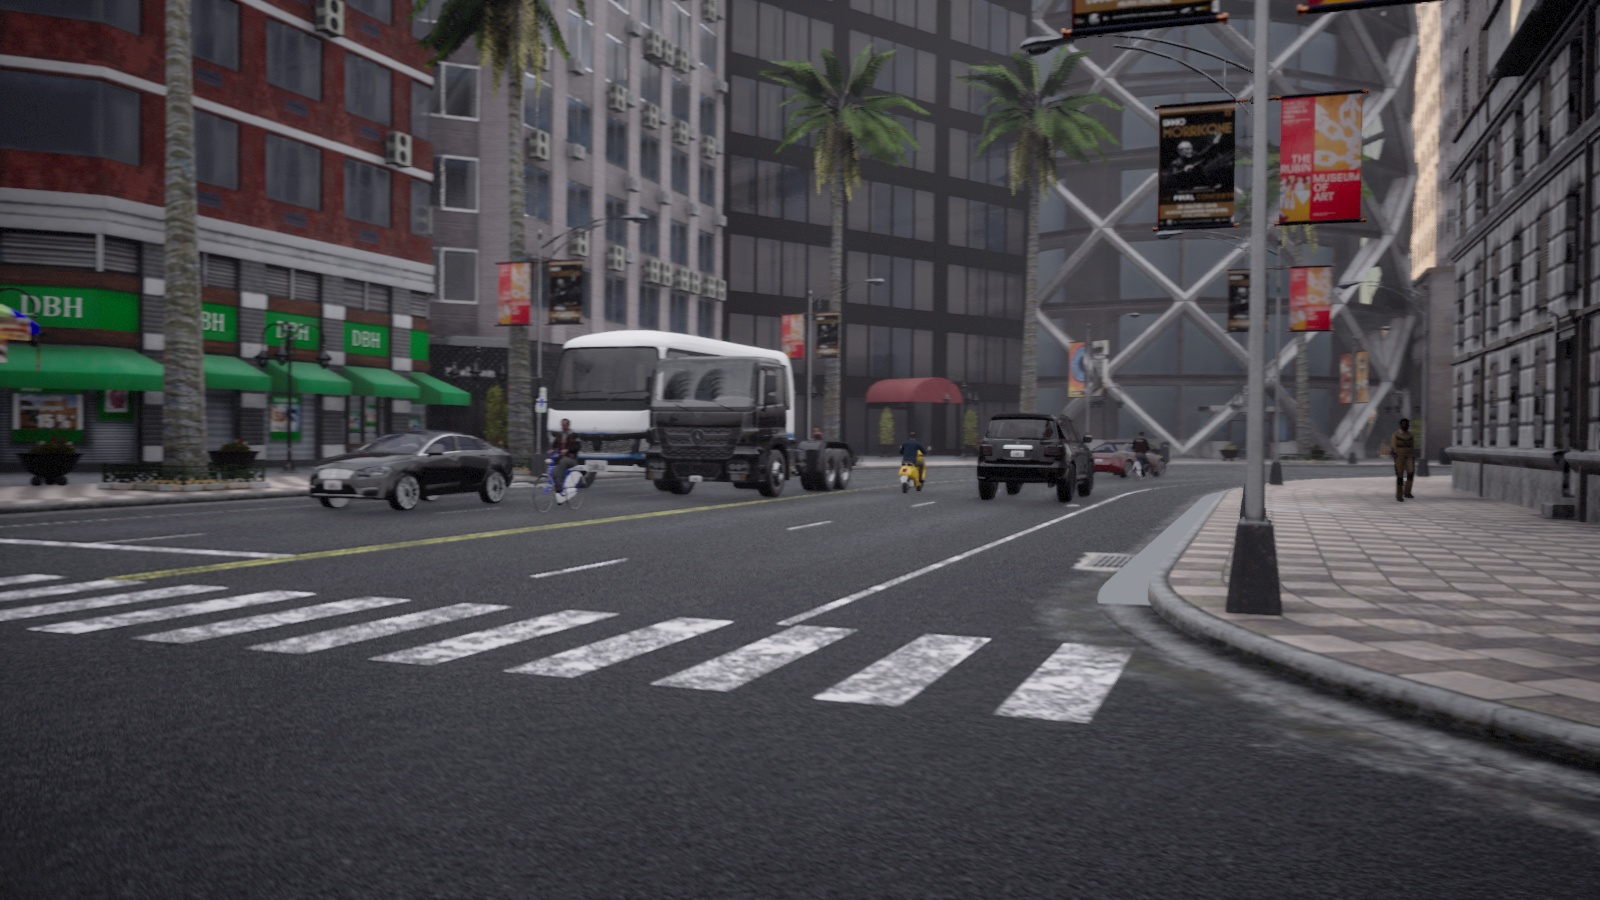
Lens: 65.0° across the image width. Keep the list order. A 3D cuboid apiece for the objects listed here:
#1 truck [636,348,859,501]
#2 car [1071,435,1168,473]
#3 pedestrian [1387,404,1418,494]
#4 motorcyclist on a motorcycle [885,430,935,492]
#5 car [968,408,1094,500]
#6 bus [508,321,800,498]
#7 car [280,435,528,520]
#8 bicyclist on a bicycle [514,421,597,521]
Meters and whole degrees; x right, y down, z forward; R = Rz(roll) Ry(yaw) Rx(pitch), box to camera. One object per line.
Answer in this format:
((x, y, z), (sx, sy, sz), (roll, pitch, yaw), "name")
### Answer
((-1.067, -0.619, 32.529), (2.891, 3.462, 7.936), (0, 1, 20), "truck")
((12.591, 0.128, 49.308), (1.994, 1.385, 4.181), (0, 1, 42), "car")
((13.041, -0.026, 27.204), (0.396, 1.930, 0.692), (0, 1, 6), "pedestrian")
((2.933, 0.277, 33.279), (0.866, 1.590, 1.817), (0, 1, 21), "motorcyclist on a motorcycle")
((5.806, 0.048, 30.973), (2.150, 2.045, 5.566), (0, 1, 20), "car")
((-3.658, -1.030, 35.638), (3.944, 4.253, 10.273), (0, 1, 20), "bus")
((-7.638, 0.459, 24.840), (2.128, 1.511, 4.902), (0, 1, 20), "car")
((-4.512, 0.367, 23.306), (0.659, 1.776, 1.843), (0, 1, 19), "bicyclist on a bicycle")
